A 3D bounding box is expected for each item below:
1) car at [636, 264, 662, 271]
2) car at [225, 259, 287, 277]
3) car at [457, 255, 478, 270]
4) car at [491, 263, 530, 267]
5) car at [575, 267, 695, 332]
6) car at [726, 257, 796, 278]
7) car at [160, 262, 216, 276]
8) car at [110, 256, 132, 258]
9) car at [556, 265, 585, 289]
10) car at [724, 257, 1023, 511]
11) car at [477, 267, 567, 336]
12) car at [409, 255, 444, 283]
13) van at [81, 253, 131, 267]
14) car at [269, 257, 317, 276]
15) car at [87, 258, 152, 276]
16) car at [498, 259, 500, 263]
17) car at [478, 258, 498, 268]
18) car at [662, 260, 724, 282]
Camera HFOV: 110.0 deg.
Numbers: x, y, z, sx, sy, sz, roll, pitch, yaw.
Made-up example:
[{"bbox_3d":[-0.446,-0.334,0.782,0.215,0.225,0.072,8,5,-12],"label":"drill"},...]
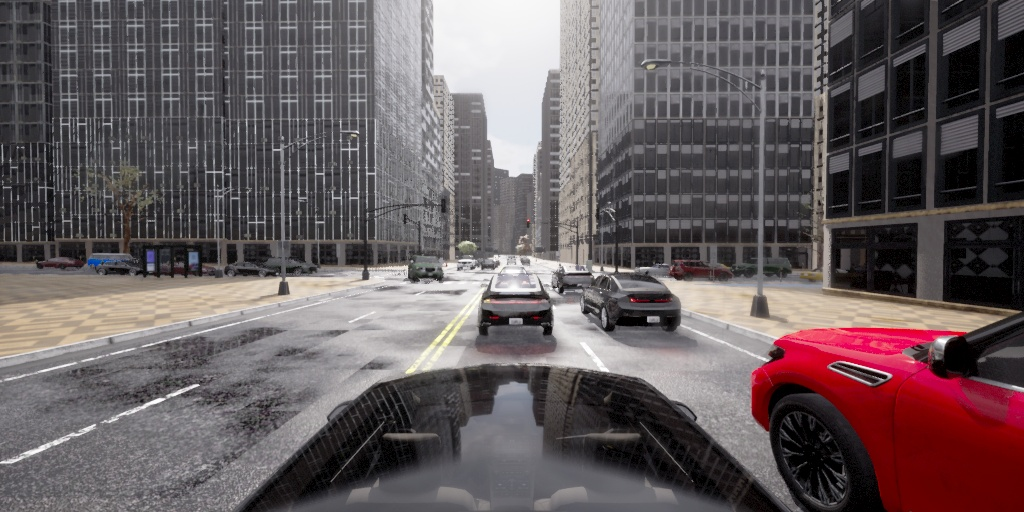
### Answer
[{"bbox_3d":[15.059,1.452,36.779,4.718,1.301,1.895,0,1,0],"label":"car"},{"bbox_3d":[-22.765,1.173,31.480,4.313,1.339,1.948,0,0,1],"label":"car"},{"bbox_3d":[-6.647,0.935,52.614,2.150,2.045,5.566,0,0,0],"label":"car"},{"bbox_3d":[0.080,1.288,20.128,2.033,1.411,5.357,0,0,0],"label":"car"},{"bbox_3d":[3.339,1.251,10.888,1.837,1.490,4.892,0,0,0],"label":"car"},{"bbox_3d":[25.359,1.163,36.621,5.566,2.045,2.150,1,1,1],"label":"car"},{"bbox_3d":[-28.450,1.138,31.606,4.207,1.307,1.802,0,0,1],"label":"car"},{"bbox_3d":[-35.269,0.976,34.424,4.674,1.442,1.812,0,1,1],"label":"car"},{"bbox_3d":[3.330,1.232,20.136,2.128,1.511,4.902,0,0,0],"label":"car"},{"bbox_3d":[3.349,0.972,1.024,2.150,2.045,5.566,0,0,0],"label":"car"},{"bbox_3d":[0.090,1.238,10.393,2.128,1.511,4.902,0,0,0],"label":"car"},{"bbox_3d":[-6.869,0.980,28.412,2.150,2.045,5.566,2,-1,-22],"label":"car"},{"bbox_3d":[-45.332,0.605,40.421,3.998,1.789,1.690,0,0,1],"label":"van"},{"bbox_3d":[-21.106,0.931,34.151,4.553,1.767,2.097,1,1,1],"label":"car"},{"bbox_3d":[-34.130,1.069,31.773,4.313,1.339,1.948,0,0,1],"label":"car"},{"bbox_3d":[-3.400,1.267,61.752,1.994,1.385,4.181,0,0,0],"label":"car"},{"bbox_3d":[-3.397,1.192,52.166,1.882,1.535,5.008,0,0,0],"label":"car"},{"bbox_3d":[16.160,1.269,30.997,5.009,1.841,2.192,0,0,1],"label":"car"}]
